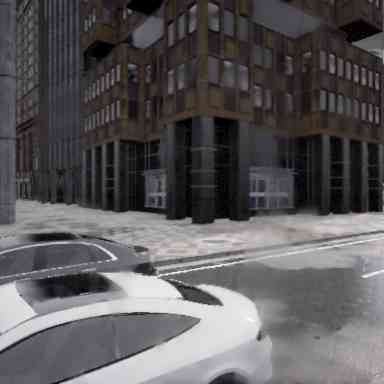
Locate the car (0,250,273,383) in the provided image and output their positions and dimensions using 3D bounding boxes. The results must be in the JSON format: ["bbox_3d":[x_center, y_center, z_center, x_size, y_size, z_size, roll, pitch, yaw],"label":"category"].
[{"bbox_3d":[-1.311,1.525,2.750,4.674,1.442,1.812,0,0,-35],"label":"car"}]

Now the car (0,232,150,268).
[{"bbox_3d":[-2.937,1.503,5.583,4.892,1.490,1.837,0,0,-36],"label":"car"}]
